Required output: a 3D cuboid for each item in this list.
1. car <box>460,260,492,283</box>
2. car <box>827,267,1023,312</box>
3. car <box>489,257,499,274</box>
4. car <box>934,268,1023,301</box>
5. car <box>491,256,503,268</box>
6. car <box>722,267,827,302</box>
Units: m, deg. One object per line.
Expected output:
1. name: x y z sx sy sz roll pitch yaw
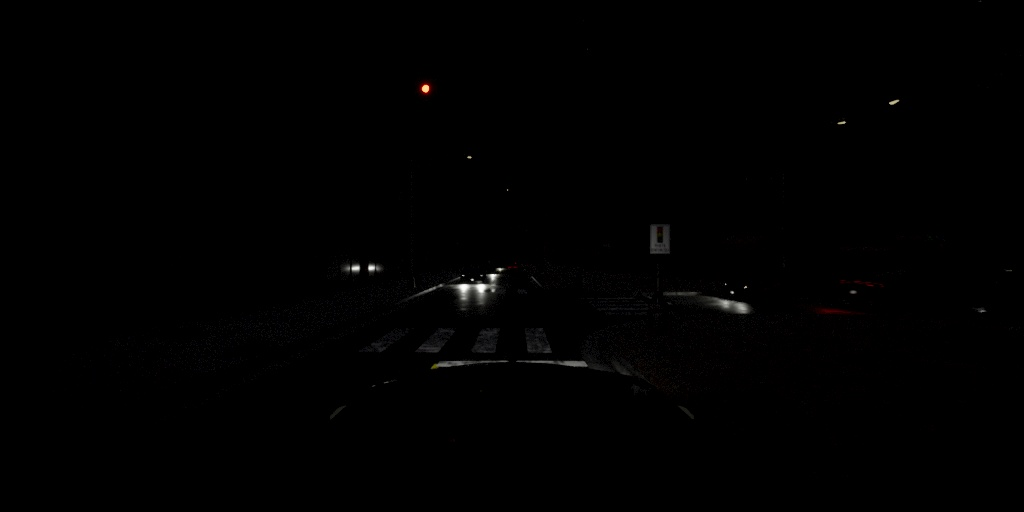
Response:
1. car: -2.883 1.303 28.056 2.033 1.411 5.357 0 0 -1
2. car: 14.935 1.148 13.080 5.008 1.535 1.882 0 0 1
3. car: -2.877 1.266 41.692 1.837 1.490 4.892 0 2 0
4. car: 22.263 1.220 15.982 4.718 1.301 1.895 0 0 0
5. car: -2.796 0.999 62.223 2.150 2.045 5.566 0 0 0
6. car: 12.449 1.219 15.945 5.357 1.411 2.033 0 0 0
